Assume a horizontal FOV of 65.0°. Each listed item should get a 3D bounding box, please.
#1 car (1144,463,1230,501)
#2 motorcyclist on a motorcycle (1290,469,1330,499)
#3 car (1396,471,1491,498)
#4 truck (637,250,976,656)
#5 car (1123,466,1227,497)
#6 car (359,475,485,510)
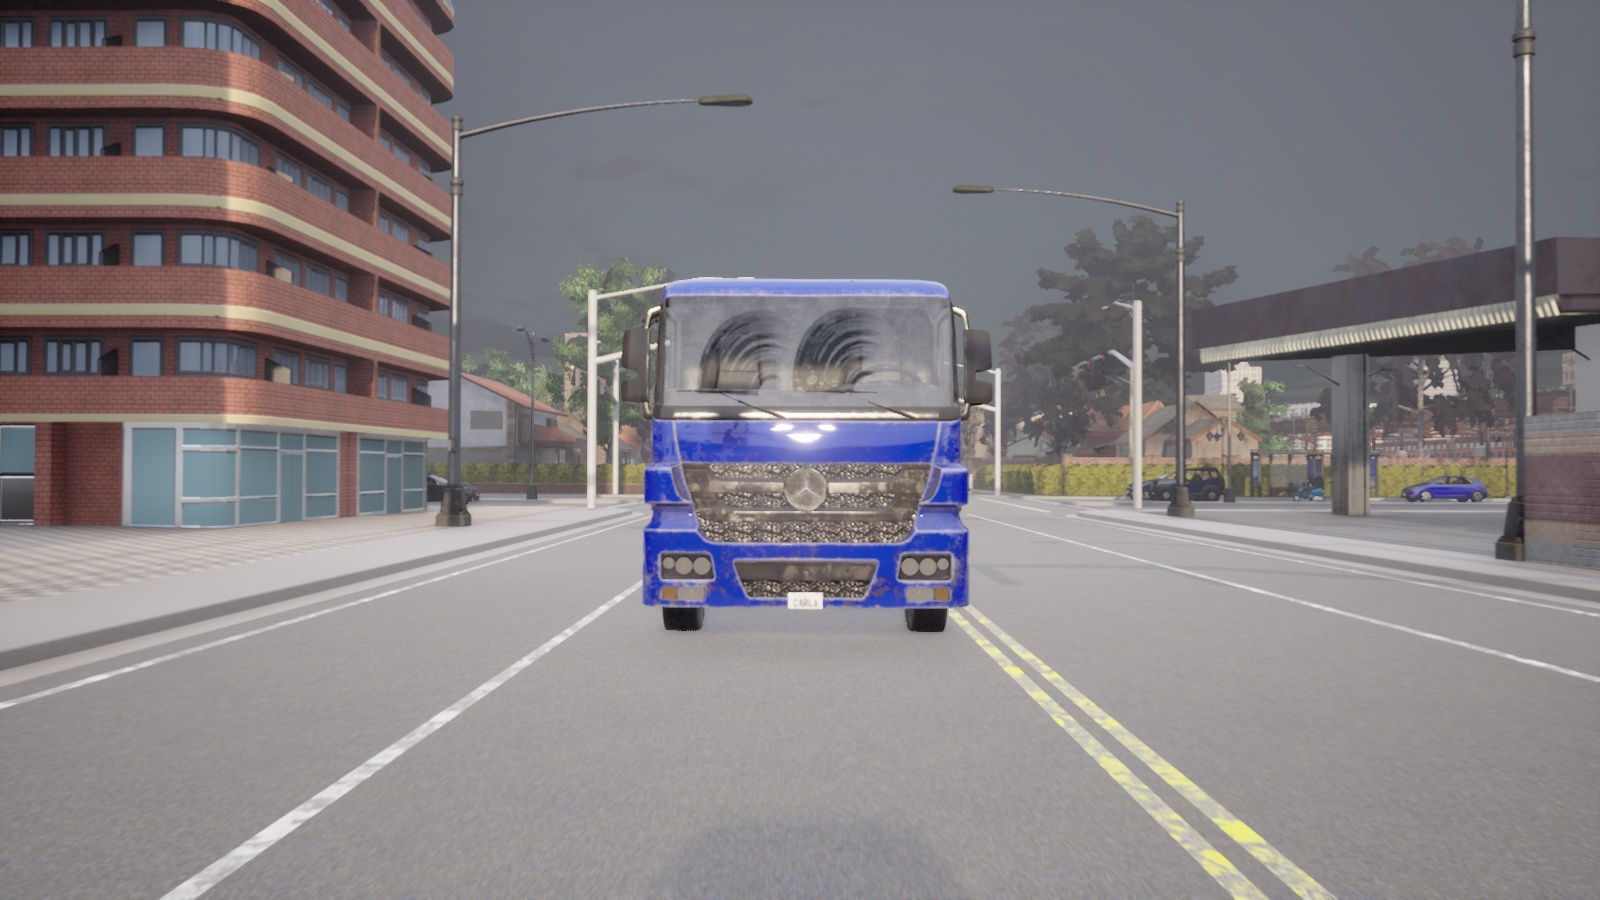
[{"bbox_3d":[19.996,1.651,64.939,3.866,1.878,1.905,0,-1,1],"label":"car"},{"bbox_3d":[27.708,1.835,68.284,1.817,1.590,0.866,0,-1,1],"label":"motorcyclist on a motorcycle"},{"bbox_3d":[34.890,1.863,68.137,4.193,1.474,1.816,0,-1,1],"label":"car"},{"bbox_3d":[0.067,0.087,14.711,2.891,3.462,7.936,0,-1,0],"label":"truck"},{"bbox_3d":[20.372,1.693,68.454,5.027,1.651,2.152,0,-1,1],"label":"car"},{"bbox_3d":[-16.322,1.824,54.318,4.892,1.490,1.837,0,-1,3],"label":"car"}]
